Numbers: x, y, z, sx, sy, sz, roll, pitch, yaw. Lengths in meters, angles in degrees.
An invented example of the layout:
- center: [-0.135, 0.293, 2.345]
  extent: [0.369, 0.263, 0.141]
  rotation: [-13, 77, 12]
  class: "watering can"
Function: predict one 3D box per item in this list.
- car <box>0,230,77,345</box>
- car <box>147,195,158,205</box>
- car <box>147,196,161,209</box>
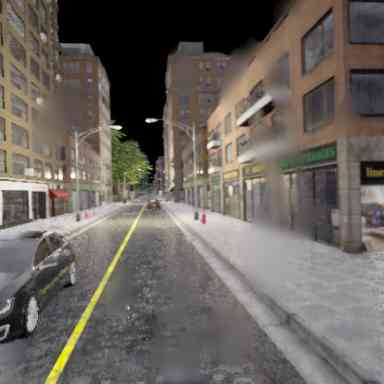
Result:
- center: [-3.673, 1.622, 6.742]
  extent: [1.837, 1.490, 4.892]
  rotation: [-2, 1, -7]
  class: "car"
- center: [-8.329, 1.670, 70.415]
  extent: [2.097, 1.767, 4.553]
  rotation: [-2, 0, -7]
  class: "car"
- center: [-5.572, 1.740, 48.702]
  extent: [1.812, 1.442, 4.674]
  rotation: [-2, 0, -7]
  class: "car"
